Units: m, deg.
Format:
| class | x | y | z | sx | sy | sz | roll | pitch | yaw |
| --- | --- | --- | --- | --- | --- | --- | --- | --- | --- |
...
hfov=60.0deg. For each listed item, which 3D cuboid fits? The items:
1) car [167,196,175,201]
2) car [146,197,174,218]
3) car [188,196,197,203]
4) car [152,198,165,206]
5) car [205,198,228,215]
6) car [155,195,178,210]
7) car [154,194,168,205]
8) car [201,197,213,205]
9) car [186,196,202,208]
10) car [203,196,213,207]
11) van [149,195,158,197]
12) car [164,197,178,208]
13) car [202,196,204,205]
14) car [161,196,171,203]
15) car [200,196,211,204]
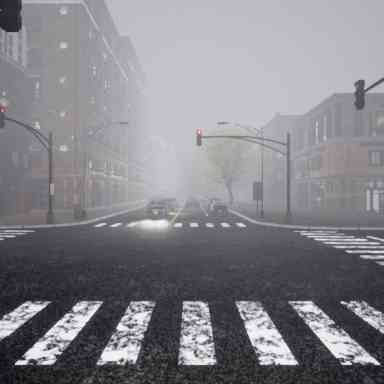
| class | x | y | z | sx | sy | sz | roll | pitch | yaw |
| --- | --- | --- | --- | --- | --- | --- | --- | --- | --- |
| car | -5.674 | 1.687 | 90.415 | 1.752 | 1.417 | 4.829 | 0 | 0 | 0 |
| car | -3.095 | 1.516 | 30.825 | 2.128 | 1.511 | 4.902 | 0 | 0 | 0 |
| car | 0.044 | 1.585 | 71.650 | 1.882 | 1.535 | 5.008 | 0 | 0 | 0 |
| car | -5.680 | 1.651 | 56.404 | 1.802 | 1.307 | 4.206 | 0 | 0 | 0 |
| car | 2.696 | 1.580 | 33.613 | 2.008 | 1.369 | 4.403 | 0 | 0 | 0 |
| car | -3.086 | 1.518 | 40.273 | 1.882 | 1.535 | 5.008 | 0 | 0 | 0 |
| car | -5.680 | 1.397 | 62.101 | 2.192 | 1.841 | 5.009 | 0 | 0 | 0 |
| car | 2.702 | 1.633 | 62.097 | 2.008 | 1.369 | 4.403 | 0 | 0 | 0 |
| car | 0.109 | 1.655 | 49.032 | 1.895 | 1.301 | 4.718 | 0 | 0 | 0 |
| car | 2.697 | 1.479 | 39.310 | 1.967 | 1.590 | 4.097 | 0 | 0 | 0 |
| van | -5.682 | 1.399 | 50.707 | 1.690 | 1.788 | 3.998 | 0 | 0 | 0 |
| car | -3.077 | 1.583 | 50.371 | 1.812 | 1.442 | 4.674 | 0 | 0 | 0 |
| car | 2.698 | 1.488 | 45.007 | 1.967 | 1.590 | 4.097 | 0 | 0 | 0 |
| car | -5.677 | 1.663 | 73.494 | 2.008 | 1.369 | 4.403 | 0 | 0 | 0 |
| car | 2.702 | 1.536 | 67.794 | 1.967 | 1.590 | 4.097 | 0 | 0 | 0 |
